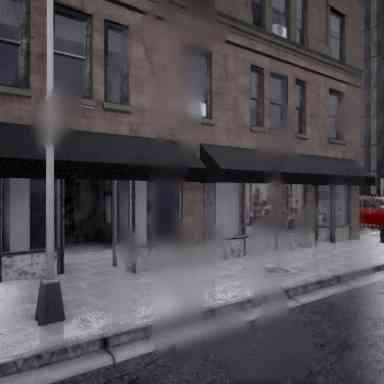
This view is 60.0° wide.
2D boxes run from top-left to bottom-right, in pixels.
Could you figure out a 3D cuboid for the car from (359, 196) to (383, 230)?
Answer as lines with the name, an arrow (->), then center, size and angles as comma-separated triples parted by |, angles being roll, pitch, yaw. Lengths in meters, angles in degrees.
car -> 9.866, 1.231, 17.747 | 2.150, 2.045, 5.566 | 0, 0, -35
